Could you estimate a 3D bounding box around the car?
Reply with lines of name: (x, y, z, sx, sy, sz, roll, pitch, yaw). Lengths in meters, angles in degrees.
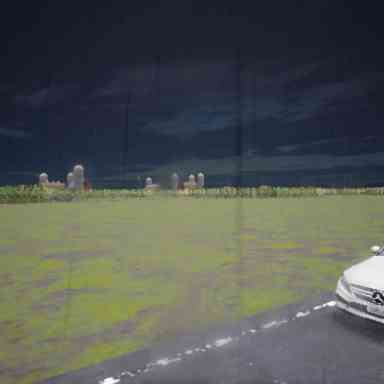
car: (4.669, 1.498, 6.302, 4.674, 1.442, 1.812, 0, 0, -35)
